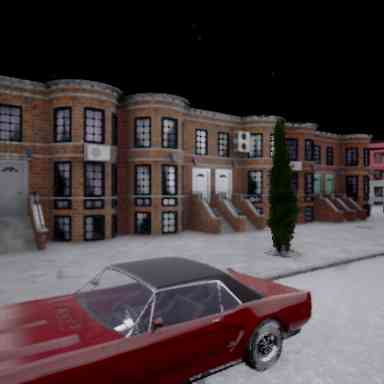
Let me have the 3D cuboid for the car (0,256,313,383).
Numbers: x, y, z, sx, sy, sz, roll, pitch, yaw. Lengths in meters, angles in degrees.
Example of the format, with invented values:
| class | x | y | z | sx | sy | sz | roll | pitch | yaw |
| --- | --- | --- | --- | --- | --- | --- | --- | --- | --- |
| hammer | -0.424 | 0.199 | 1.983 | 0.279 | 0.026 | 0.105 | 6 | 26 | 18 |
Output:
| class | x | y | z | sx | sy | sz | roll | pitch | yaw |
| --- | --- | --- | --- | --- | --- | --- | --- | --- | --- |
| car | -0.674 | 1.602 | 4.125 | 4.718 | 1.301 | 1.895 | 0 | 0 | -35 |
